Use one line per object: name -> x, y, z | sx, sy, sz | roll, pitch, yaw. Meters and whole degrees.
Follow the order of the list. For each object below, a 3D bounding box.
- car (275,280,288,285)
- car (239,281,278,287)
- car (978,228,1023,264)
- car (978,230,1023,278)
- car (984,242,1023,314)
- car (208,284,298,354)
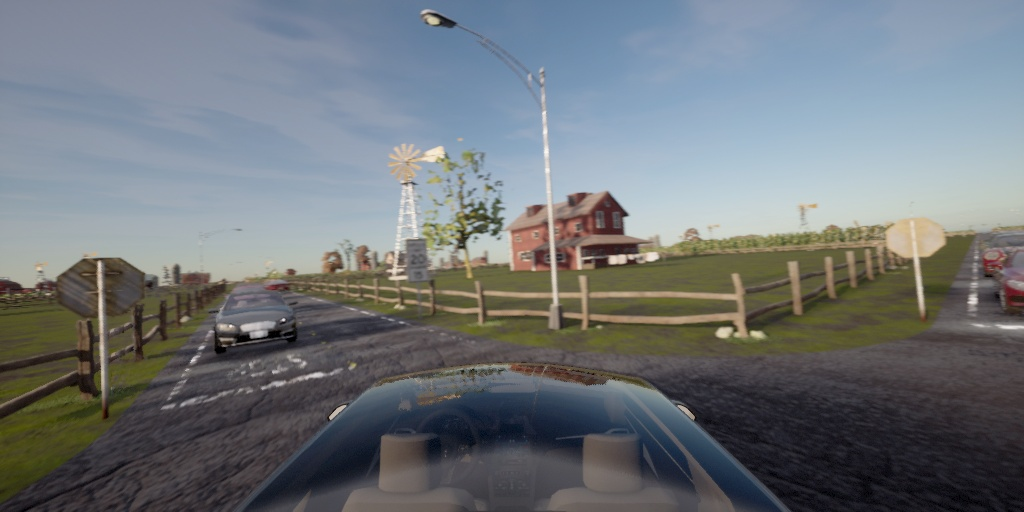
car -> -26.682, 3.515, 40.945 | 1.882, 1.535, 5.008 | -3, -1, -37
car -> -14.052, 2.343, 19.241 | 1.882, 1.535, 5.008 | -3, -1, -37
car -> 28.246, -0.604, 20.296 | 4.553, 1.767, 2.097 | -3, -2, -37
car -> 20.562, -0.153, 14.410 | 4.553, 1.767, 2.097 | -3, -2, -37
car -> 13.037, 0.461, 8.549 | 4.674, 1.442, 1.812 | -3, -2, -39
car -> -7.874, 1.833, 11.017 | 2.128, 1.511, 4.902 | -3, -1, -37
